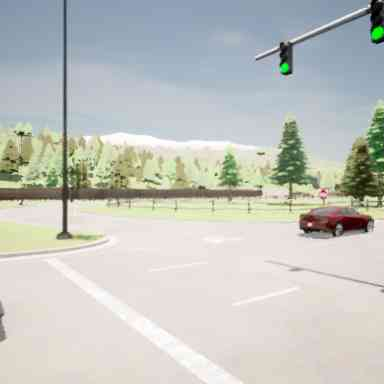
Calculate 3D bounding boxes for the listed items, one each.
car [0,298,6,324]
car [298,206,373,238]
[{"bbox_3d":[-5.456,1.547,4.153,5.357,1.411,2.033,0,0,-36],"label":"car"},{"bbox_3d":[7.862,1.475,17.956,5.008,1.535,1.882,0,0,-36],"label":"car"}]
